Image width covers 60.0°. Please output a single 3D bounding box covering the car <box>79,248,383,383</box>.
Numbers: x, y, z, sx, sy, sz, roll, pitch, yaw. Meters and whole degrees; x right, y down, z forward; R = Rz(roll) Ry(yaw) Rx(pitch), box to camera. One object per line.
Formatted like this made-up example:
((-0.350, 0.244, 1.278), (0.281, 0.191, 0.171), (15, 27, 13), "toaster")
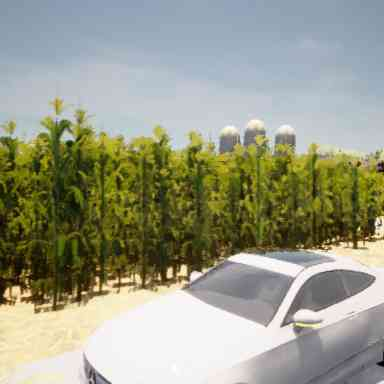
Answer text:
((1.025, 1.525, 4.192), (4.674, 1.442, 1.812), (0, 0, -35), "car")
